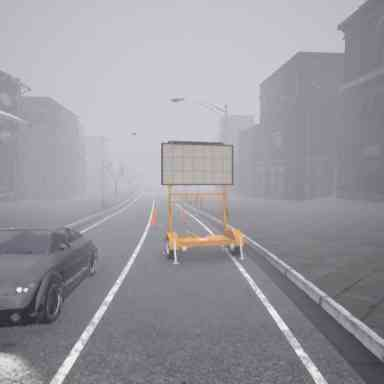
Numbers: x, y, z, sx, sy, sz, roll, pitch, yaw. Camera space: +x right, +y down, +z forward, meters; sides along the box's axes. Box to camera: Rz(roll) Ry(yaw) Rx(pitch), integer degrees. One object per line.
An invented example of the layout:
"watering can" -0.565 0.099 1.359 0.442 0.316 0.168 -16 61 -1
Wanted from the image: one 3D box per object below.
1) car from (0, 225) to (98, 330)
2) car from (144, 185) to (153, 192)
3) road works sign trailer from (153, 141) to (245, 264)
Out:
"car" -3.259 1.391 6.607 1.994 1.385 4.181 0 2 -2
"car" -10.292 -0.792 78.460 1.837 1.490 4.892 0 4 -6
"road works sign trailer" 0.140 0.180 10.814 2.380 3.560 2.880 -1 1 -16
